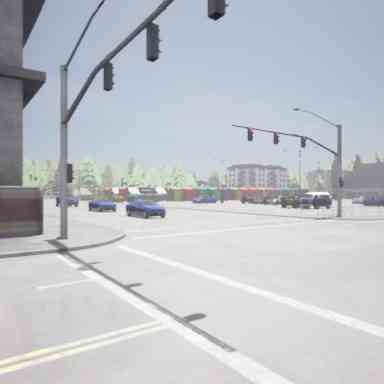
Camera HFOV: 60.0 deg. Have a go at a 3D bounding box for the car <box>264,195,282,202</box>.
[{"bbox_3d":[18.054,1.367,73.757,3.905,1.438,1.784,0,0,-35],"label":"car"}]

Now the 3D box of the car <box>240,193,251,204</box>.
[{"bbox_3d":[10.565,1.156,58.135,4.605,1.855,1.932,0,0,-35],"label":"car"}]

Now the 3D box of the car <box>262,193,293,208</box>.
[{"bbox_3d":[13.822,1.398,53.606,3.806,1.475,1.970,0,0,-35],"label":"car"}]

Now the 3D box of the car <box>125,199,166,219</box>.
[{"bbox_3d":[-4.093,1.423,28.996,1.882,1.535,5.008,0,0,-36],"label":"car"}]

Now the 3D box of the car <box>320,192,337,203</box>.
[{"bbox_3d":[33.975,1.160,81.471,3.866,1.878,1.905,0,0,-35],"label":"car"}]

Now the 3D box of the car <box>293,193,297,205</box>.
[{"bbox_3d":[19.672,1.157,71.354,4.605,1.855,1.932,0,0,-35],"label":"car"}]

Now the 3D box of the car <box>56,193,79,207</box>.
[{"bbox_3d":[-18.525,1.169,49.213,2.150,2.045,5.566,0,0,-35],"label":"car"}]

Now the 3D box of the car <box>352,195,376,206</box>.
[{"bbox_3d":[29.487,1.399,57.599,3.806,1.475,1.970,0,0,-35],"label":"car"}]

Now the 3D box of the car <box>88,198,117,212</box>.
[{"bbox_3d":[-10.144,1.423,37.452,1.882,1.535,5.008,0,0,-35],"label":"car"}]

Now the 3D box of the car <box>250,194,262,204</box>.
[{"bbox_3d":[12.153,1.366,55.972,3.905,1.438,1.784,0,0,-35],"label":"car"}]
